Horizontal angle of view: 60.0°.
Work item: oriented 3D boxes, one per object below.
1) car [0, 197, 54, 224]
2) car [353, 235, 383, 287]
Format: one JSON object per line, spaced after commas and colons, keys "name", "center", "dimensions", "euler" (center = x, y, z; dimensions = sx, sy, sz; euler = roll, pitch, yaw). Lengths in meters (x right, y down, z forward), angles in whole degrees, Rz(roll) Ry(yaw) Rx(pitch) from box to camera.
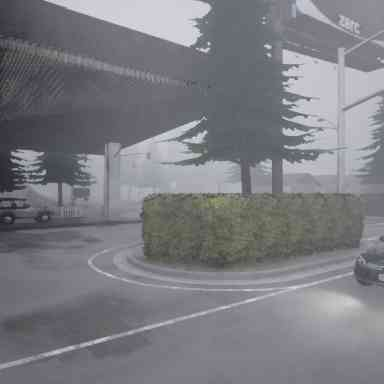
{"name": "car", "center": [-11.961, 1.313, 23.491], "dimensions": [3.866, 1.878, 1.905], "euler": [0, 0, -36]}
{"name": "car", "center": [5.917, 1.528, 8.241], "dimensions": [4.674, 1.442, 1.812], "euler": [0, 0, -36]}
